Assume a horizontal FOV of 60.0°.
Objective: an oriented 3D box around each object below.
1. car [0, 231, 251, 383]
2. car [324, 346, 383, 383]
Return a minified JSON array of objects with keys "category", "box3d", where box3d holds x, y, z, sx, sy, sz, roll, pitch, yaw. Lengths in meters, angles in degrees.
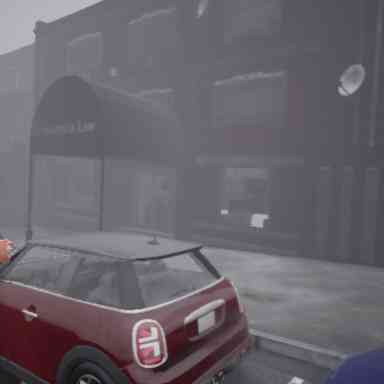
[{"category":"car","box3d":[-1.581,1.353,4.659,4.553,1.767,2.185,0,0,35]},{"category":"car","box3d":[2.996,1.521,1.394,4.674,1.452,2.002,0,0,36]}]
